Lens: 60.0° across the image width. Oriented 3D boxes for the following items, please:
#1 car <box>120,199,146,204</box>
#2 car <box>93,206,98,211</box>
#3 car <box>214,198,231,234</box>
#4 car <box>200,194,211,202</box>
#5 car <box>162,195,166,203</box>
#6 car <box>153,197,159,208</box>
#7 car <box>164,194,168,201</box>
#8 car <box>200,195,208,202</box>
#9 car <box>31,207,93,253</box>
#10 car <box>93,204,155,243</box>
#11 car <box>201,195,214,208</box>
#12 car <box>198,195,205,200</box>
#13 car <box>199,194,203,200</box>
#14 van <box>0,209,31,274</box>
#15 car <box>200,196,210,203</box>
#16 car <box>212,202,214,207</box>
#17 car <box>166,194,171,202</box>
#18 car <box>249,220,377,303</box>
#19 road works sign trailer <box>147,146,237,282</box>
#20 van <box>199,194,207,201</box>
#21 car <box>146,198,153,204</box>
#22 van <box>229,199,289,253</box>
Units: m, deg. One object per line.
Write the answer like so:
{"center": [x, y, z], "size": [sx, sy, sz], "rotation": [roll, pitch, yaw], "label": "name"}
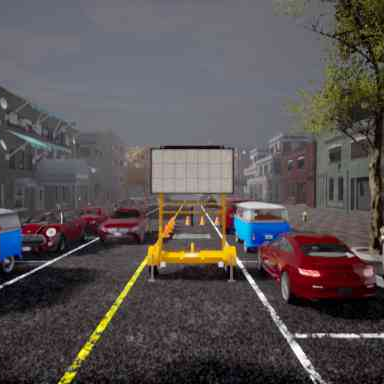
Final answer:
{"center": [-5.714, 1.428, 30.081], "size": [1.967, 1.590, 4.097], "rotation": [-1, 0, 0], "label": "car"}
{"center": [-5.705, 1.538, 18.985], "size": [1.887, 1.381, 4.507], "rotation": [-1, 0, 0], "label": "car"}
{"center": [2.674, 1.308, 18.993], "size": [2.192, 1.841, 5.009], "rotation": [-1, 0, 0], "label": "car"}
{"center": [2.653, 1.504, 52.452], "size": [1.752, 1.417, 4.829], "rotation": [-1, 0, 0], "label": "car"}
{"center": [-5.729, 1.529, 52.274], "size": [2.008, 1.369, 4.403], "rotation": [-1, 0, 0], "label": "car"}
{"center": [-5.724, 1.563, 46.726], "size": [1.802, 1.307, 4.206], "rotation": [-1, 0, 0], "label": "car"}
{"center": [-5.732, 1.558, 57.823], "size": [1.802, 1.307, 4.206], "rotation": [-1, 0, 0], "label": "car"}
{"center": [2.636, 1.494, 74.646], "size": [1.752, 1.417, 4.829], "rotation": [-1, 0, 0], "label": "car"}
{"center": [-5.702, 1.435, 13.436], "size": [1.967, 1.590, 4.097], "rotation": [-1, 0, 0], "label": "car"}
{"center": [-3.111, 1.520, 16.219], "size": [1.812, 1.442, 4.674], "rotation": [0, 0, 0], "label": "car"}
{"center": [2.656, 1.547, 46.735], "size": [1.947, 1.339, 4.313], "rotation": [-1, 0, 0], "label": "car"}
{"center": [2.624, 1.485, 91.291], "size": [1.752, 1.417, 4.829], "rotation": [-1, 0, 0], "label": "car"}
{"center": [2.646, 1.291, 57.832], "size": [2.192, 1.841, 5.009], "rotation": [-1, 0, 0], "label": "car"}
{"center": [-5.699, 1.338, 7.888], "size": [1.690, 1.788, 3.998], "rotation": [-1, 0, 0], "label": "van"}
{"center": [2.640, 1.553, 68.928], "size": [1.802, 1.307, 4.206], "rotation": [-1, 0, 0], "label": "car"}
{"center": [2.672, 1.573, 24.541], "size": [1.802, 1.307, 4.206], "rotation": [-1, 0, 0], "label": "car"}
{"center": [-5.746, 1.283, 74.468], "size": [2.192, 1.841, 5.009], "rotation": [-1, 0, 0], "label": "car"}
{"center": [2.684, 1.579, 7.896], "size": [1.802, 1.307, 4.206], "rotation": [-1, 0, 0], "label": "car"}
{"center": [0.006, 0.461, 9.722], "size": [2.380, 3.560, 2.880], "rotation": [0, 0, 0], "label": "road works sign trailer"}
{"center": [2.630, 1.307, 80.024], "size": [1.690, 1.788, 3.998], "rotation": [-1, 0, 0], "label": "van"}
{"center": [-5.716, 1.531, 35.630], "size": [1.887, 1.381, 4.507], "rotation": [-1, 0, 0], "label": "car"}
{"center": [2.677, 1.336, 13.444], "size": [1.690, 1.788, 3.998], "rotation": [-1, 0, 0], "label": "van"}
